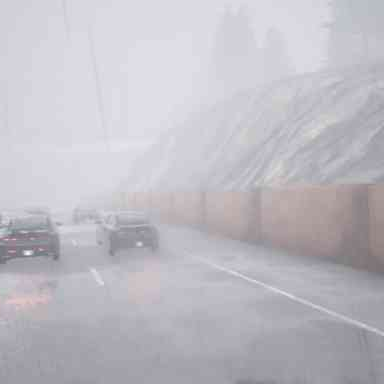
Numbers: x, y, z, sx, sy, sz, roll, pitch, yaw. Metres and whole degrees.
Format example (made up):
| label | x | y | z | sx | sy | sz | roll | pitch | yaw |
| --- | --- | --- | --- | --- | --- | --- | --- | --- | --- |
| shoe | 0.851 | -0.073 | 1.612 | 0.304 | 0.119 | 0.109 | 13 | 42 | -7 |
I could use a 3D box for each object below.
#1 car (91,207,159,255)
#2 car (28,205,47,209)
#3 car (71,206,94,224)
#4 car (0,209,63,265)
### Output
| label | x | y | z | sx | sy | sz | roll | pitch | yaw |
| --- | --- | --- | --- | --- | --- | --- | --- | --- | --- |
| car | -2.823 | 1.587 | 13.908 | 1.837 | 1.490 | 4.892 | -1 | 0 | -24 |
| car | -12.444 | 1.782 | 26.755 | 1.812 | 1.442 | 4.674 | -1 | 0 | -24 |
| car | -8.726 | 1.806 | 26.994 | 1.895 | 1.301 | 4.718 | -1 | 0 | -24 |
| car | -6.012 | 1.627 | 12.467 | 1.837 | 1.490 | 4.892 | -1 | 0 | -24 |
